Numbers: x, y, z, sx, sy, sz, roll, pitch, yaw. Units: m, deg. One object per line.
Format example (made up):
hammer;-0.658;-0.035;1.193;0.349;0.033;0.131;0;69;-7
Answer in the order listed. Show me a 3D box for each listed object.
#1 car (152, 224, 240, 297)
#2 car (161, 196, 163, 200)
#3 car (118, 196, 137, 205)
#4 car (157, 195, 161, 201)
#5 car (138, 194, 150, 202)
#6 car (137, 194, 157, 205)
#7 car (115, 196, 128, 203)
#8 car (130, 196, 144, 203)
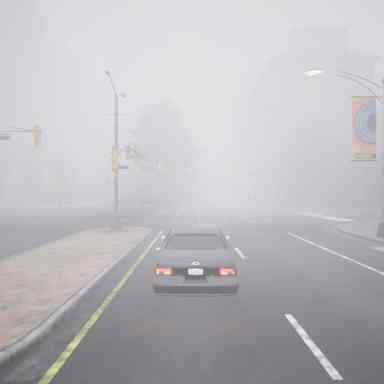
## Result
car;0.086;1.547;8.771;2.033;1.411;5.357;0;0;0
car;-7.896;1.500;77.779;1.837;1.490;4.892;0;0;0
car;-11.489;1.491;59.616;2.128;1.511;4.902;0;0;0
car;-7.928;1.526;67.449;1.812;1.442;4.674;0;0;1
car;-11.394;1.355;79.549;2.097;1.767;4.553;0;0;0
car;-7.994;1.564;58.932;1.994;1.385;4.181;0;0;1
car;-14.657;1.595;69.419;1.895;1.301;4.718;0;0;0
car;-11.407;1.525;69.537;2.128;1.511;4.902;0;0;0
